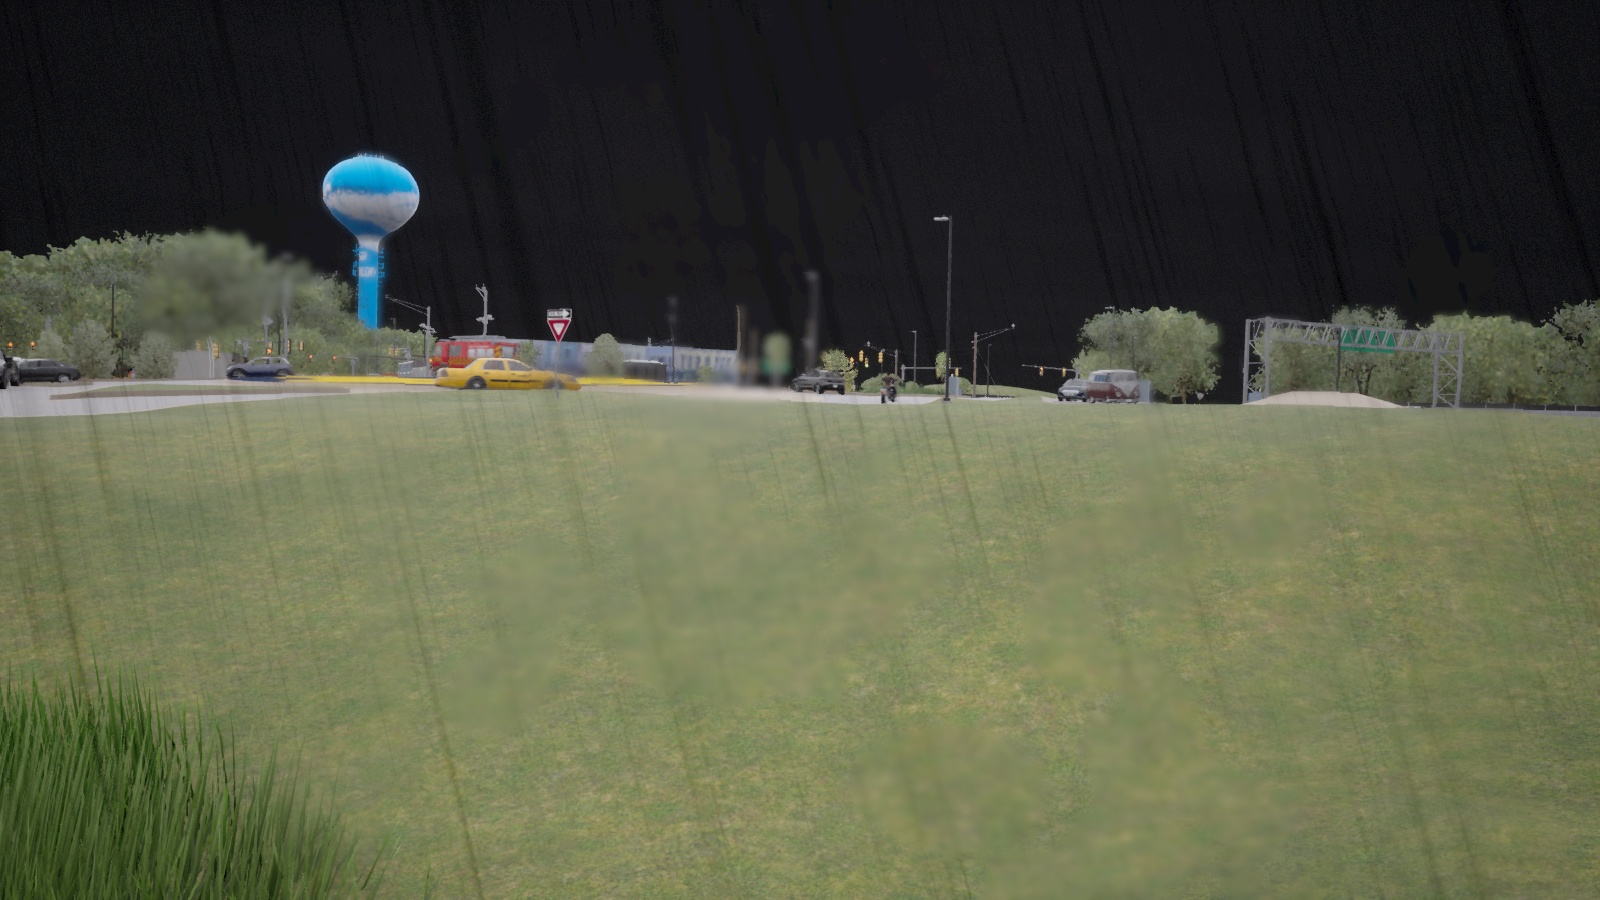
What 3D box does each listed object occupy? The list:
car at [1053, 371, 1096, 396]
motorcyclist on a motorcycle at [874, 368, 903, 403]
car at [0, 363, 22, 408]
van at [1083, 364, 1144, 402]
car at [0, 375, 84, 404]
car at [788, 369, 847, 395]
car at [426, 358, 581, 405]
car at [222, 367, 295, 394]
[{"bbox_3d":[18.836,-4.511,86.035,2.033,1.649,4.856,2,3,22],"label":"car"},{"bbox_3d":[4.420,-3.223,62.587,0.766,1.649,2.350,1,5,20],"label":"motorcyclist on a motorcycle"},{"bbox_3d":[-28.212,-2.240,43.257,1.812,1.442,4.674,-2,5,-25],"label":"car"},{"bbox_3d":[16.985,-3.675,68.193,1.775,1.987,4.442,-1,4,-6],"label":"van"},{"bbox_3d":[-43.676,-3.445,71.229,4.892,1.490,1.837,-6,6,-44],"label":"car"},{"bbox_3d":[1.053,-4.187,76.875,1.816,1.474,4.193,0,3,-27],"label":"car"},{"bbox_3d":[-11.002,-2.508,46.654,5.366,1.575,1.801,0,1,-23],"label":"car"},{"bbox_3d":[-32.699,-4.209,75.923,3.806,1.475,1.970,-3,4,-16],"label":"car"}]
